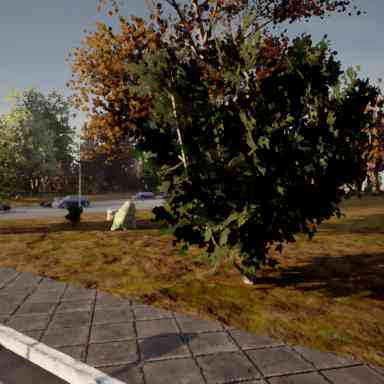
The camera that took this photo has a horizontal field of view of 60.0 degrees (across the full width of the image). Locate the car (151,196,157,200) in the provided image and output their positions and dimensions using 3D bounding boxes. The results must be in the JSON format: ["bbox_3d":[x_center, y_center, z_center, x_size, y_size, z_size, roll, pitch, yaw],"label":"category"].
[{"bbox_3d":[-3.937,0.578,56.860,2.033,1.411,5.357,0,3,40],"label":"car"}]

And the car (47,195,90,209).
[{"bbox_3d":[-15.499,1.179,42.657,2.097,1.767,4.553,0,1,39],"label":"car"}]

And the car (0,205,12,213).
[{"bbox_3d":[-21.777,1.646,34.907,1.895,1.301,4.718,0,1,39],"label":"car"}]

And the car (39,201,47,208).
[{"bbox_3d":[-17.848,1.366,45.319,2.033,1.411,5.357,0,2,39],"label":"car"}]

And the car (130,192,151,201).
[{"bbox_3d":[-8.412,0.706,56.923,1.812,1.442,4.674,0,3,39],"label":"car"}]
